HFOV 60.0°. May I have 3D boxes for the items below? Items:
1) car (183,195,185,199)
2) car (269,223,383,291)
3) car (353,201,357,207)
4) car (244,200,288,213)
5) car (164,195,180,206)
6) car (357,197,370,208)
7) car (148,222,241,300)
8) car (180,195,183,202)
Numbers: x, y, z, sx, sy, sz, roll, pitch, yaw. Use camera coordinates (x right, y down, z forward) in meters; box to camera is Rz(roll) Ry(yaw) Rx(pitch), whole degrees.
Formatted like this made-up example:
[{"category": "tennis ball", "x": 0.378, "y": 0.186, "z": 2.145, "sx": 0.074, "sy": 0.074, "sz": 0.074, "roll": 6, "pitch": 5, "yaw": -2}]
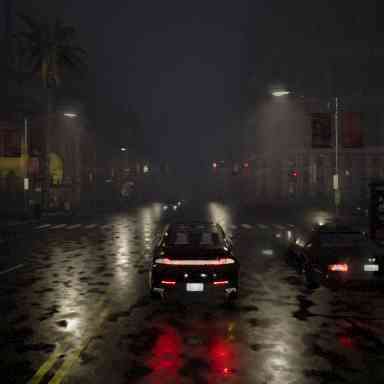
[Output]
[{"category": "car", "x": -3.477, "y": 1.525, "z": 82.065, "sx": 2.128, "sy": 1.511, "sz": 4.902, "roll": 0, "pitch": 0, "yaw": 0}, {"category": "car", "x": 3.565, "y": 1.547, "z": 9.087, "sx": 2.033, "sy": 1.411, "sz": 5.357, "roll": 0, "pitch": 0, "yaw": 0}, {"category": "car", "x": 26.051, "y": 1.477, "z": 48.254, "sx": 5.008, "sy": 1.535, "sz": 1.882, "roll": 0, "pitch": 0, "yaw": 0}, {"category": "car", "x": 8.263, "y": 1.601, "z": 36.977, "sx": 4.718, "sy": 1.301, "sz": 1.895, "roll": 0, "pitch": 0, "yaw": 17}, {"category": "car", "x": -3.570, "y": 1.477, "z": 55.714, "sx": 1.882, "sy": 1.535, "sz": 5.008, "roll": 0, "pitch": 0, "yaw": 0}, {"category": "car", "x": 25.431, "y": 1.505, "z": 44.744, "sx": 4.892, "sy": 1.490, "sz": 1.837, "roll": 0, "pitch": 0, "yaw": 0}, {"category": "car", "x": 0.061, "y": 1.492, "z": 8.386, "sx": 2.128, "sy": 1.511, "sz": 4.902, "roll": 0, "pitch": 0, "yaw": 0}, {"category": "car", "x": -3.480, "y": 1.355, "z": 70.288, "sx": 2.097, "sy": 1.767, "sz": 4.553, "roll": 0, "pitch": 0, "yaw": 0}]
